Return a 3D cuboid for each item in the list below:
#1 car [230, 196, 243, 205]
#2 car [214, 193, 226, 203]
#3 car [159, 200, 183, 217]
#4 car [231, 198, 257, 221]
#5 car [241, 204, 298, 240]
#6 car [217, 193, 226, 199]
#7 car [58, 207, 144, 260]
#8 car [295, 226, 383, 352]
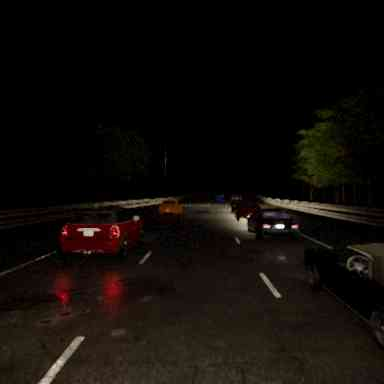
[{"bbox_3d":[5.452,1.550,38.188,1.882,1.535,5.008,0,0,6],"label":"car"},{"bbox_3d":[5.621,1.374,69.863,1.882,1.535,5.008,0,1,7],"label":"car"},{"bbox_3d":[-1.975,1.515,32.252,1.882,1.535,5.008,0,0,5],"label":"car"},{"bbox_3d":[4.533,1.501,27.462,1.882,1.535,5.008,0,0,4],"label":"car"},{"bbox_3d":[3.902,1.523,16.714,2.033,1.411,5.357,0,0,3],"label":"car"},{"bbox_3d":[7.959,1.007,88.496,2.128,1.511,4.902,0,2,7],"label":"car"},{"bbox_3d":[-3.127,1.313,12.406,2.097,1.767,4.553,0,0,2],"label":"car"},{"bbox_3d":[3.560,1.578,5.979,1.895,1.301,4.718,0,0,1],"label":"car"}]
